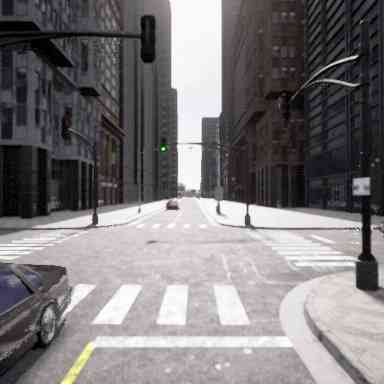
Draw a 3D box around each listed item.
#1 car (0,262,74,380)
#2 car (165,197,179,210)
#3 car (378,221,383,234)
[{"bbox_3d":[-2.998,1.583,3.601,2.033,1.411,5.357,0,-1,0],"label":"car"},{"bbox_3d":[-2.973,1.984,50.853,1.882,1.535,5.008,0,0,0],"label":"car"},{"bbox_3d":[12.174,1.659,17.146,4.674,1.442,1.812,0,-1,0],"label":"car"}]
